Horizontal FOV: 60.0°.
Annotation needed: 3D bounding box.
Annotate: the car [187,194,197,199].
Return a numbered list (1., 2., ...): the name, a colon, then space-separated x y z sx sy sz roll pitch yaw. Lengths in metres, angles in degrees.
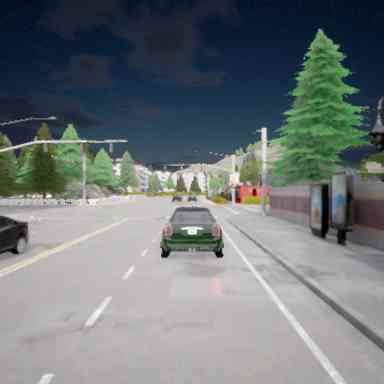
1. car: 0.041 1.264 74.411 2.097 1.767 4.553 0 0 0

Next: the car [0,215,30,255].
1. car: -7.068 1.461 10.513 1.882 1.535 5.008 0 0 0

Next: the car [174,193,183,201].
1. car: -3.454 1.243 84.429 2.097 1.767 4.553 0 0 0

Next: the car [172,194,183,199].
1. car: -3.460 1.407 74.028 1.837 1.490 4.892 0 0 0

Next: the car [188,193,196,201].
1. car: 0.046 1.245 84.427 2.097 1.767 4.553 0 0 0

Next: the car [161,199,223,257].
1. car: 0.008 1.329 13.032 2.097 1.767 4.553 0 0 0
